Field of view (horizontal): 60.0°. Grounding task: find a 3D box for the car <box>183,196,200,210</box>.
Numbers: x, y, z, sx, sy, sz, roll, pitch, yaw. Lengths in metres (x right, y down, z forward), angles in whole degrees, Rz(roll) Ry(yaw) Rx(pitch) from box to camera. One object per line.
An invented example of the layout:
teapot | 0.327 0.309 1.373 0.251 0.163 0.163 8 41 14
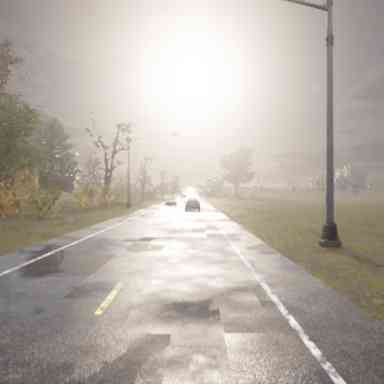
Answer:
car | 0.098 1.646 44.506 1.994 1.385 4.181 0 0 0

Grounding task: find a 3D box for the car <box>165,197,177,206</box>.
car | -3.544 1.650 57.510 2.033 1.411 5.357 0 0 1
